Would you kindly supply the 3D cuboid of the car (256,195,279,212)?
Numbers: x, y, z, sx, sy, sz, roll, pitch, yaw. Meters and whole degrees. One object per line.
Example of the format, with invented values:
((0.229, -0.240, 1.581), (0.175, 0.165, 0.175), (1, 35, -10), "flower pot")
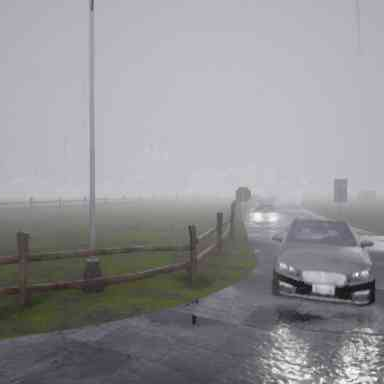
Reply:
((7.481, 1.309, 33.820), (1.895, 1.301, 4.718), (1, 1, 12), "car")

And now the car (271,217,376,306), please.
((3.071, 1.400, 8.043), (2.128, 1.511, 4.902), (1, 1, 19), "car")

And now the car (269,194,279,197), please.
((14.282, 0.989, 58.458), (2.033, 1.411, 5.357), (1, 1, 18), "car")
